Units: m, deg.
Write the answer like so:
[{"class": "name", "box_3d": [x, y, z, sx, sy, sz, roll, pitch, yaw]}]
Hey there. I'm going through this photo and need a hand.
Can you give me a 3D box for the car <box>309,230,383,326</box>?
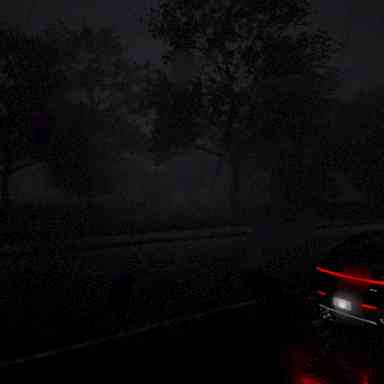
[{"class": "car", "box_3d": [4.381, 1.495, 6.503, 4.892, 1.490, 1.837, 0, 0, -33]}]
